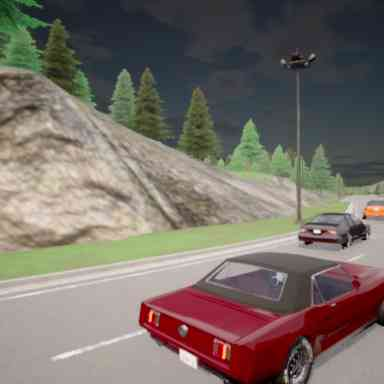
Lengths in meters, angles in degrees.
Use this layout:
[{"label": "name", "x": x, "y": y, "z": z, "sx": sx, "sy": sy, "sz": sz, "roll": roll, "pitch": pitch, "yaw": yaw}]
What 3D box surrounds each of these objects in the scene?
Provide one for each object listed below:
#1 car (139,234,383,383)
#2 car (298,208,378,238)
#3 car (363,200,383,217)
[{"label": "car", "x": 1.629, "y": 1.646, "z": 5.312, "sx": 4.718, "sy": 1.301, "sz": 1.895, "roll": 0, "pitch": -1, "yaw": -41}, {"label": "car", "x": 6.710, "y": 1.658, "z": 15.392, "sx": 2.033, "sy": 1.411, "sz": 5.357, "roll": -1, "pitch": -1, "yaw": 41}, {"label": "car", "x": 17.148, "y": 1.547, "z": 30.912, "sx": 2.097, "sy": 1.767, "sz": 4.553, "roll": -1, "pitch": -1, "yaw": 29}]
